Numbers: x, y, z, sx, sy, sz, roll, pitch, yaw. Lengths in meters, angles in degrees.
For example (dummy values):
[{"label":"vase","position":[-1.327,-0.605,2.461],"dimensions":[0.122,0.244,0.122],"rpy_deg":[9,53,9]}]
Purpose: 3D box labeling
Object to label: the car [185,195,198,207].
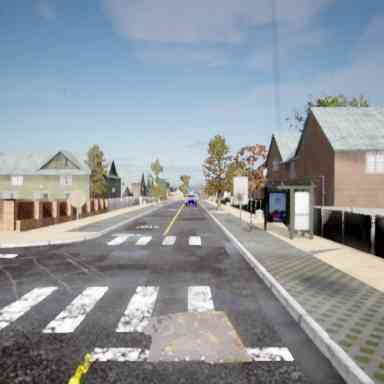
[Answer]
[{"label":"car","position":[-0.108,1.669,53.840],"dimensions":[1.812,1.442,4.674],"rpy_deg":[0,0,0]}]
